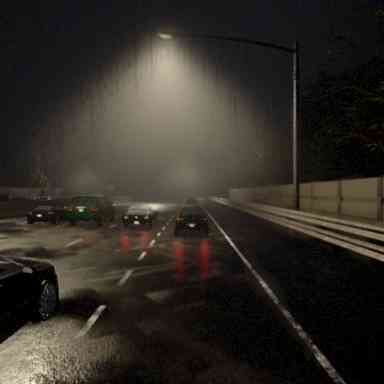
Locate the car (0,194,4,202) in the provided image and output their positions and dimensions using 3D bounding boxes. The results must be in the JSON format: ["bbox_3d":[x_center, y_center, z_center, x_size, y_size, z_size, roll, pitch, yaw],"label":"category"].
[{"bbox_3d":[-31.564,1.285,53.601,2.150,2.045,5.566,0,0,0],"label":"car"}]

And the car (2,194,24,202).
[{"bbox_3d":[-28.074,1.568,53.797,1.837,1.490,4.892,0,0,1],"label":"car"}]

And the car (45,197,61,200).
[{"bbox_3d":[-21.089,1.587,53.152,1.812,1.442,4.674,0,0,1],"label":"car"}]

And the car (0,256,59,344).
[{"bbox_3d":[-3.401,1.494,4.313,2.128,1.511,4.902,0,0,0],"label":"car"}]

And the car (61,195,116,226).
[{"bbox_3d":[-6.915,1.234,23.414,2.150,2.045,5.566,0,0,0],"label":"car"}]

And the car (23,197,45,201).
[{"bbox_3d":[-24.567,1.612,53.927,2.033,1.411,5.357,0,0,1],"label":"car"}]

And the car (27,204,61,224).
[{"bbox_3d":[-10.416,1.578,24.692,1.994,1.385,4.181,0,0,0],"label":"car"}]

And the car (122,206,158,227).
[{"bbox_3d":[-3.415,1.612,22.710,1.895,1.301,4.718,0,0,0],"label":"car"}]

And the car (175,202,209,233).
[{"bbox_3d":[-0.016,1.535,19.394,1.812,1.442,4.674,0,0,0],"label":"car"}]

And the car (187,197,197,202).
[{"bbox_3d":[-0.055,1.658,66.009,1.994,1.385,4.181,0,0,0],"label":"car"}]
